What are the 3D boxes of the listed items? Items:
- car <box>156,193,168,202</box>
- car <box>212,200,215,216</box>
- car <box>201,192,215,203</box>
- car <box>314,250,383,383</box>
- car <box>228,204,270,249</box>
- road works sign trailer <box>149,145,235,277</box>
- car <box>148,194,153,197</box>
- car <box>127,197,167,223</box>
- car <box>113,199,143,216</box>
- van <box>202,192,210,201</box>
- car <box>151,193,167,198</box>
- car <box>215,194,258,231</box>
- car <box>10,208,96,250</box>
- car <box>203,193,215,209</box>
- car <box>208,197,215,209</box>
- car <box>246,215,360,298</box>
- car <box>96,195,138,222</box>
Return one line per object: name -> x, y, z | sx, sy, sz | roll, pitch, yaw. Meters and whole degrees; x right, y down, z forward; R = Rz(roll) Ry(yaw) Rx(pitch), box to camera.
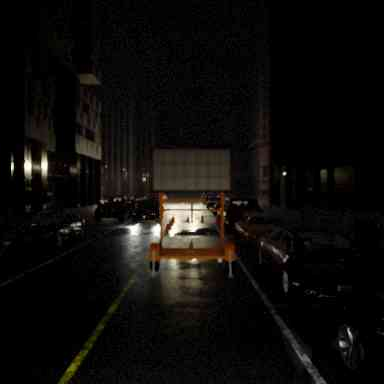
car -> -5.774, 1.089, 64.218 | 1.967, 1.590, 4.097 | 0, 0, 0
car -> 2.756, 1.443, 25.009 | 1.802, 1.307, 4.206 | 0, 0, 0
car -> 2.751, 0.993, 58.617 | 2.192, 1.841, 5.009 | 0, 0, 0
car -> 2.759, 1.551, 2.602 | 1.947, 1.339, 4.313 | 0, 0, 0
car -> 2.758, 1.447, 13.974 | 1.752, 1.417, 4.829 | 0, 0, 0
road works sign trailer -> -0.002, 0.408, 9.997 | 2.380, 3.560, 2.880 | 0, 0, 0
car -> -5.771, 1.240, 36.207 | 1.967, 1.590, 4.097 | 0, 0, 0
car -> -3.102, 1.372, 23.985 | 1.837, 1.490, 4.892 | 0, 0, 0
car -> -5.770, 1.397, 30.606 | 1.947, 1.339, 4.313 | 0, 0, 0
van -> 2.753, 1.080, 47.414 | 1.690, 1.788, 3.998 | 0, 0, 0
car -> -5.773, 1.024, 53.013 | 2.192, 1.841, 5.009 | 0, 0, 0
car -> 2.756, 1.207, 19.406 | 2.192, 1.841, 5.009 | 0, 0, 0
car -> -5.767, 1.474, 13.799 | 2.008, 1.369, 4.403 | 0, 0, 0
car -> 2.754, 1.209, 41.813 | 1.967, 1.590, 4.097 | 0, 0, 0
car -> 2.756, 1.396, 30.610 | 1.947, 1.339, 4.313 | 0, 0, 0
car -> 2.759, 1.505, 8.203 | 2.008, 1.369, 4.403 | 0, 0, 0
car -> -5.770, 1.177, 25.003 | 2.192, 1.841, 5.009 | 0, 0, 0
